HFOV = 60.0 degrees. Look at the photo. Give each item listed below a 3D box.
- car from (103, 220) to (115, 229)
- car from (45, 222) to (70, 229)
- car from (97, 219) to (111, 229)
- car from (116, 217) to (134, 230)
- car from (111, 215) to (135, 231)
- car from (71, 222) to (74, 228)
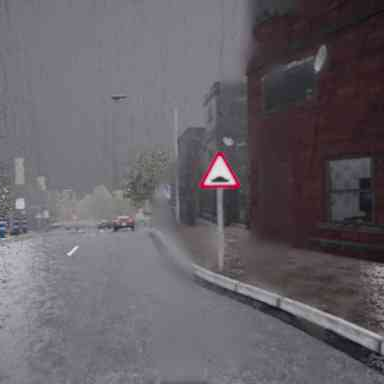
[{"bbox_3d":[-15.148,5.885,60.662,1.837,1.490,4.892,-1,-6,-11],"label":"car"},{"bbox_3d":[-33.141,8.340,80.945,4.892,1.521,2.231,0,-6,-31],"label":"car"},{"bbox_3d":[-13.226,4.900,50.565,1.812,1.442,4.674,-1,-5,-10],"label":"car"},{"bbox_3d":[-8.218,3.882,41.235,2.033,1.411,5.357,-1,-5,-11],"label":"car"},{"bbox_3d":[-6.355,2.876,31.347,1.812,1.442,4.674,-1,-6,-10],"label":"car"},{"bbox_3d":[-34.309,8.952,86.886,4.792,1.488,2.163,0,-6,-31],"label":"car"}]
